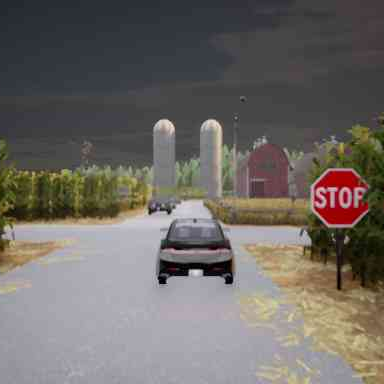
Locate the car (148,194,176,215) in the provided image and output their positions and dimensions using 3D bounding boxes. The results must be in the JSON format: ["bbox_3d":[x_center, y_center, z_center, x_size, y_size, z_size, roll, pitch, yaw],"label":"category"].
[{"bbox_3d":[-3.184,1.250,34.202,2.150,2.045,5.566,0,0,0],"label":"car"}]

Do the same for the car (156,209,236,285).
[{"bbox_3d":[0.088,1.482,9.459,2.128,1.511,4.902,0,0,0],"label":"car"}]

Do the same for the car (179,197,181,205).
[{"bbox_3d":[-3.090,1.464,61.695,2.097,1.767,4.553,0,0,0],"label":"car"}]

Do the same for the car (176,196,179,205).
[{"bbox_3d":[-3.176,1.617,45.864,1.812,1.442,4.674,0,0,0],"label":"car"}]
